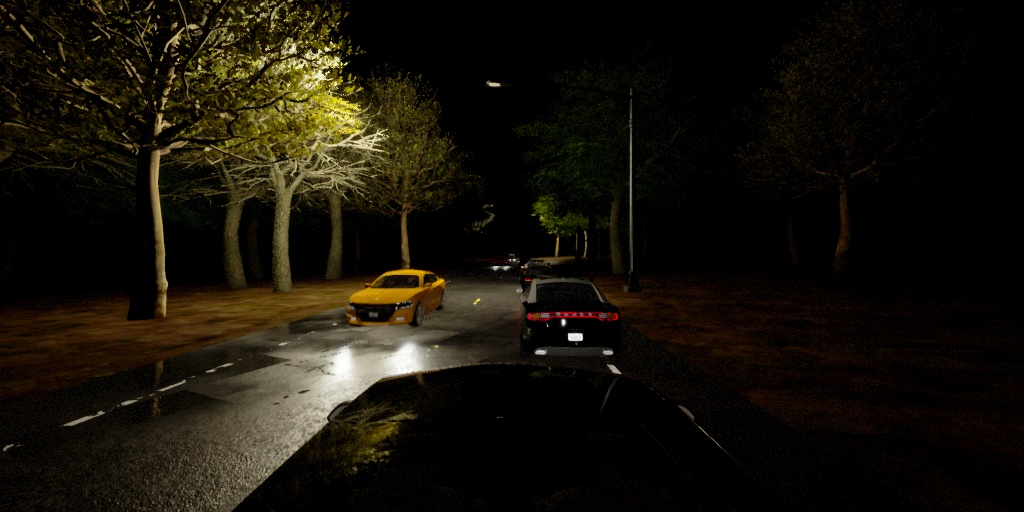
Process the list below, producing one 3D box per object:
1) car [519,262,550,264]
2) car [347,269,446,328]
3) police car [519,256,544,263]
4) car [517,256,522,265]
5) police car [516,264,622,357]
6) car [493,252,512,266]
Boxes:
[{"bbox_3d":[1.399,1.215,18.498,1.812,1.442,4.674,0,0,2],"label":"car"},{"bbox_3d":[-3.438,1.210,11.556,1.882,1.535,5.008,0,0,1],"label":"car"},{"bbox_3d":[1.658,1.058,24.585,1.930,1.638,5.238,0,1,3],"label":"police car"},{"bbox_3d":[1.802,0.836,50.144,1.837,1.490,4.892,0,1,2],"label":"car"},{"bbox_3d":[1.123,1.166,8.670,1.930,1.638,5.238,0,0,1],"label":"police car"},{"bbox_3d":[-1.618,0.481,55.661,2.150,2.045,5.566,0,1,3],"label":"car"}]
